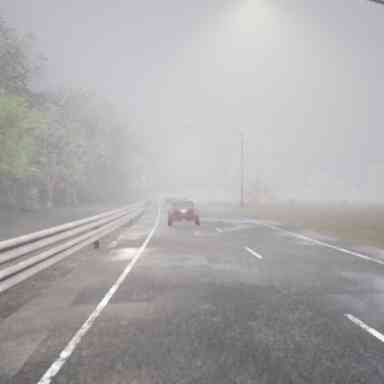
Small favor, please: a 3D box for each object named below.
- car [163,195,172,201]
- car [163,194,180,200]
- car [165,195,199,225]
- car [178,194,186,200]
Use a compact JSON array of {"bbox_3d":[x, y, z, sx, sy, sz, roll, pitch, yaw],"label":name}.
[{"bbox_3d":[-6.055,1.392,82.285,1.994,1.385,4.181,0,0,-5],"label":"car"},{"bbox_3d":[-3.581,1.376,56.813,1.882,1.535,5.008,0,0,-5],"label":"car"},{"bbox_3d":[-0.677,1.312,23.827,2.097,1.767,4.553,0,0,-4],"label":"car"},{"bbox_3d":[-2.535,1.183,82.209,1.812,1.442,4.674,0,0,-5],"label":"car"}]
